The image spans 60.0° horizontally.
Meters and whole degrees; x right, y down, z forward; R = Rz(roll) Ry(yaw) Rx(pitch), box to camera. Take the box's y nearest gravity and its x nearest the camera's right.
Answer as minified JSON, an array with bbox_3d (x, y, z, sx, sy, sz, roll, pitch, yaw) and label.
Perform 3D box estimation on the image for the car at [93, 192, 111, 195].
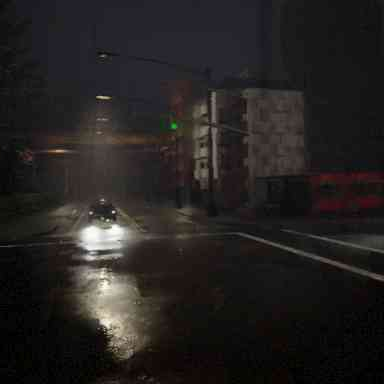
[{"bbox_3d":[-13.044,1.169,47.268,2.128,1.511,4.902,-2,1,-15],"label":"car"}]

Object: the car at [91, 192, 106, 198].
[{"bbox_3d":[-22.798,0.764,81.299,1.853,1.218,4.536,-1,1,9],"label":"car"}]

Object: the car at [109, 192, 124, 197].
[{"bbox_3d":[-18.752,0.646,82.128,1.853,1.218,4.536,-2,1,-36],"label":"car"}]

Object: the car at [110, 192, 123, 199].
[{"bbox_3d":[-18.717,0.803,82.088,2.038,1.542,4.974,-2,1,-36],"label":"car"}]

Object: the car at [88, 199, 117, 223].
[{"bbox_3d":[-6.531,1.421,24.152,1.895,1.301,4.718,-2,1,-16],"label":"car"}]

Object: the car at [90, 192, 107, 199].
[{"bbox_3d":[-22.802,0.923,81.250,2.038,1.542,4.974,-1,1,9],"label":"car"}]

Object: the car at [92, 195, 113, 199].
[{"bbox_3d":[-9.218,1.325,33.679,1.994,1.385,4.181,-2,1,-15],"label":"car"}]
